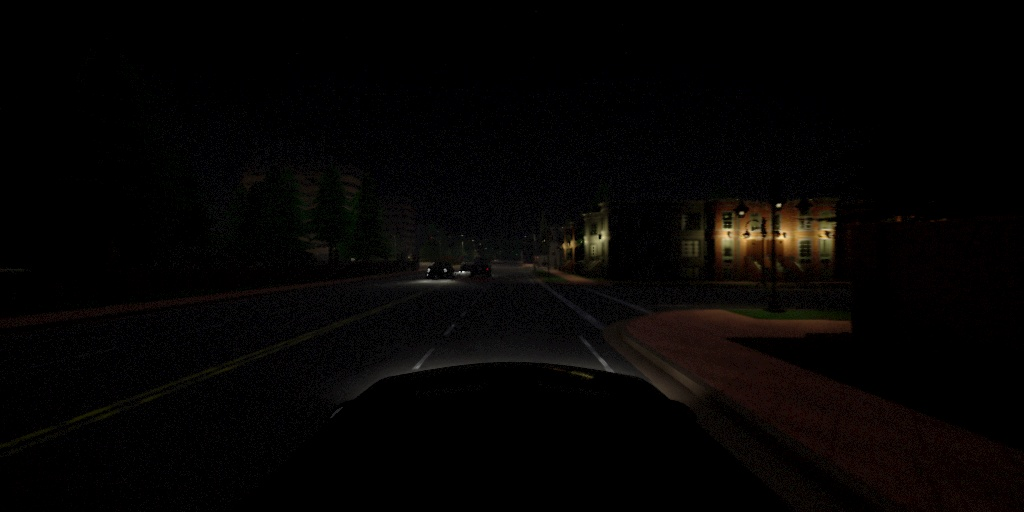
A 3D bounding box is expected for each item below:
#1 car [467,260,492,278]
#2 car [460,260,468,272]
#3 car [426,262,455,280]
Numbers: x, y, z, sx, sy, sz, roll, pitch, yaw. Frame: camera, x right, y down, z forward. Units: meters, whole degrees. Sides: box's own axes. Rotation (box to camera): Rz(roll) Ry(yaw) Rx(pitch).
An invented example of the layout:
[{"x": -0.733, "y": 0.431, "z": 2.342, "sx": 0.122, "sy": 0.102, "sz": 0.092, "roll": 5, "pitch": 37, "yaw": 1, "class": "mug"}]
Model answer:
[{"x": -3.360, "y": 1.421, "z": 39.535, "sx": 2.097, "sy": 1.767, "sz": 4.553, "roll": 0, "pitch": -1, "yaw": 0, "class": "car"}, {"x": -6.943, "y": 1.777, "z": 56.457, "sx": 1.994, "sy": 1.385, "sz": 4.181, "roll": 0, "pitch": -1, "yaw": 0, "class": "car"}, {"x": -7.047, "y": 1.381, "z": 35.515, "sx": 2.097, "sy": 1.767, "sz": 4.553, "roll": 0, "pitch": 0, "yaw": 0, "class": "car"}]
